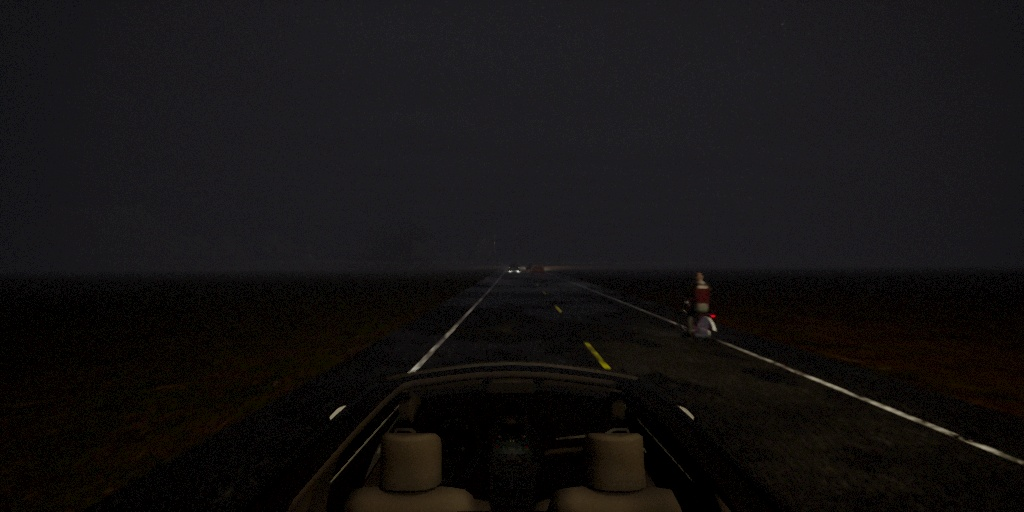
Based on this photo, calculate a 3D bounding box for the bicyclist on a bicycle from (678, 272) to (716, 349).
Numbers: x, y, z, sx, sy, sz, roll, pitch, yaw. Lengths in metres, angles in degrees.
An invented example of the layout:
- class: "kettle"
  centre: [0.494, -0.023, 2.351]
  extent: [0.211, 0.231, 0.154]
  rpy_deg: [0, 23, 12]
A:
- class: "bicyclist on a bicycle"
  centre: [4.535, 1.285, 8.904]
  extent: [0.659, 1.776, 1.843]
  rpy_deg: [1, 0, 1]

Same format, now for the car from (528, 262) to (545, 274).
- class: "car"
  centre: [4.075, 1.992, 56.894]
  extent: [1.882, 1.535, 5.008]
  rpy_deg: [1, -1, 0]
